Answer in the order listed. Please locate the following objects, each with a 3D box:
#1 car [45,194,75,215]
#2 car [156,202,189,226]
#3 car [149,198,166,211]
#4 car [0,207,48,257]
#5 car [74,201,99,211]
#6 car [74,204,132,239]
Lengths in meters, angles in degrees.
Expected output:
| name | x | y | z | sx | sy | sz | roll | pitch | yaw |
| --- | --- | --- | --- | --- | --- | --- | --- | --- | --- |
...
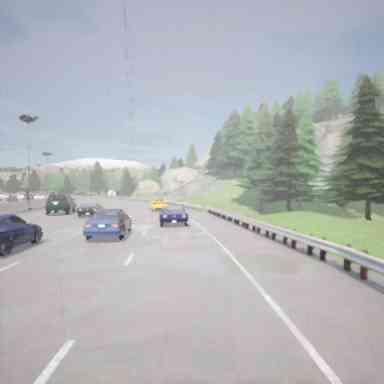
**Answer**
| name | x | y | z | sx | sy | sz | roll | pitch | yaw |
| --- | --- | --- | --- | --- | --- | --- | --- | --- | --- |
| car | -13.636 | 1.248 | 34.732 | 2.150 | 2.045 | 5.566 | 0 | 0 | -10 |
| car | -1.382 | 1.604 | 23.529 | 1.895 | 1.301 | 4.718 | 0 | 0 | -6 |
| car | -4.185 | 1.487 | 41.100 | 1.882 | 1.535 | 5.008 | 0 | 0 | -11 |
| car | -7.442 | 1.540 | 12.782 | 1.812 | 1.442 | 4.674 | 0 | 0 | -4 |
| car | -9.537 | 1.620 | 31.495 | 1.895 | 1.301 | 4.718 | 0 | 0 | -9 |
| car | -4.249 | 1.556 | 17.303 | 2.033 | 1.411 | 5.357 | 0 | 0 | -5 |
